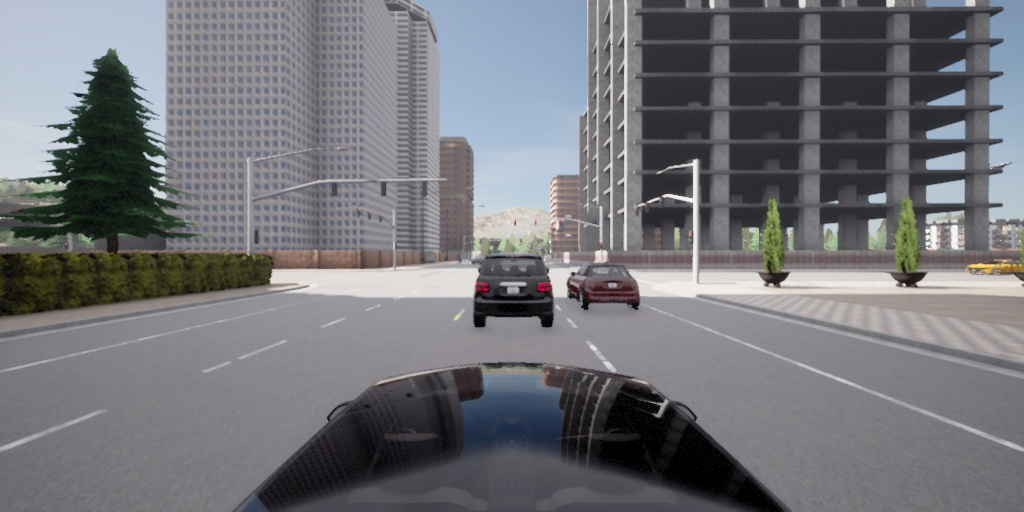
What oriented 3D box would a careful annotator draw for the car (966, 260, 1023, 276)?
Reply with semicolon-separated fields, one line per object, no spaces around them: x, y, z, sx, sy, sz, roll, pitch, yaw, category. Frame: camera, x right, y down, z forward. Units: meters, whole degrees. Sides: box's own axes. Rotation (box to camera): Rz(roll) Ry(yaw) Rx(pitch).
46.913;1.102;34.447;5.008;1.535;1.882;0;0;1;car

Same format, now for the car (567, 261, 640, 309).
3.568;1.052;14.805;2.097;1.767;4.553;0;0;0;car

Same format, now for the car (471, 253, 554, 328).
0.051;0.932;11.414;2.150;2.045;5.566;0;0;0;car
